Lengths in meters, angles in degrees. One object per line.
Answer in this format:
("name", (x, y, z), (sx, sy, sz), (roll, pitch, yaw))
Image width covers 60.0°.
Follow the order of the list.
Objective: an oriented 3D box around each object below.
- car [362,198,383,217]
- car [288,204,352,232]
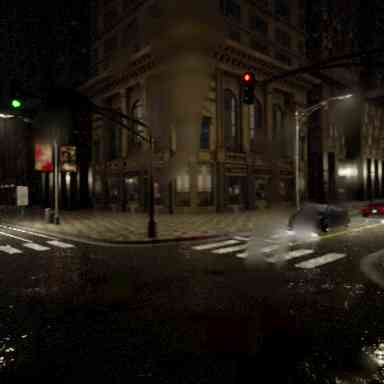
("car", (14.454, 1.158, 25.007), (4.181, 1.385, 1.994), (-1, 0, -42))
("car", (7.083, 1.346, 18.364), (4.181, 1.385, 1.994), (-1, 0, -42))
